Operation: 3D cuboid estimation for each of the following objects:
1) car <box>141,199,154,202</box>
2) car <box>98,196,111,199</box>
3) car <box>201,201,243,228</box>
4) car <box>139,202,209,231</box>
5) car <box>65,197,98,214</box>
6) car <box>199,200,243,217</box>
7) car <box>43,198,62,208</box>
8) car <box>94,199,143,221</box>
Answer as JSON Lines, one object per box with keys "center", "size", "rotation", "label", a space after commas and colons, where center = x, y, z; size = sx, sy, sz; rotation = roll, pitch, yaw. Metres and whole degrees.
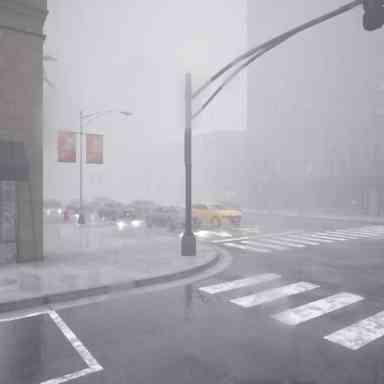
{"center": [-4.252, 1.463, 30.216], "size": [1.837, 1.490, 4.892], "rotation": [0, 0, -36], "label": "car"}
{"center": [-10.241, 1.295, 38.540], "size": [2.097, 1.767, 4.553], "rotation": [0, 0, -36], "label": "car"}
{"center": [1.298, 1.451, 22.518], "size": [1.882, 1.535, 5.008], "rotation": [0, 0, -35], "label": "car"}
{"center": [-1.210, 1.541, 20.437], "size": [1.994, 1.385, 4.181], "rotation": [0, 0, -36], "label": "car"}
{"center": [-12.058, 1.475, 35.504], "size": [1.812, 1.442, 4.674], "rotation": [0, 0, -36], "label": "car"}
{"center": [2.745, 1.518, 31.971], "size": [1.994, 1.385, 4.181], "rotation": [0, 0, -36], "label": "car"}
{"center": [-19.461, 1.531, 45.874], "size": [1.895, 1.301, 4.718], "rotation": [0, 0, -35], "label": "car"}
{"center": [-6.131, 1.529, 27.253], "size": [1.994, 1.385, 4.181], "rotation": [0, 0, -37], "label": "car"}
